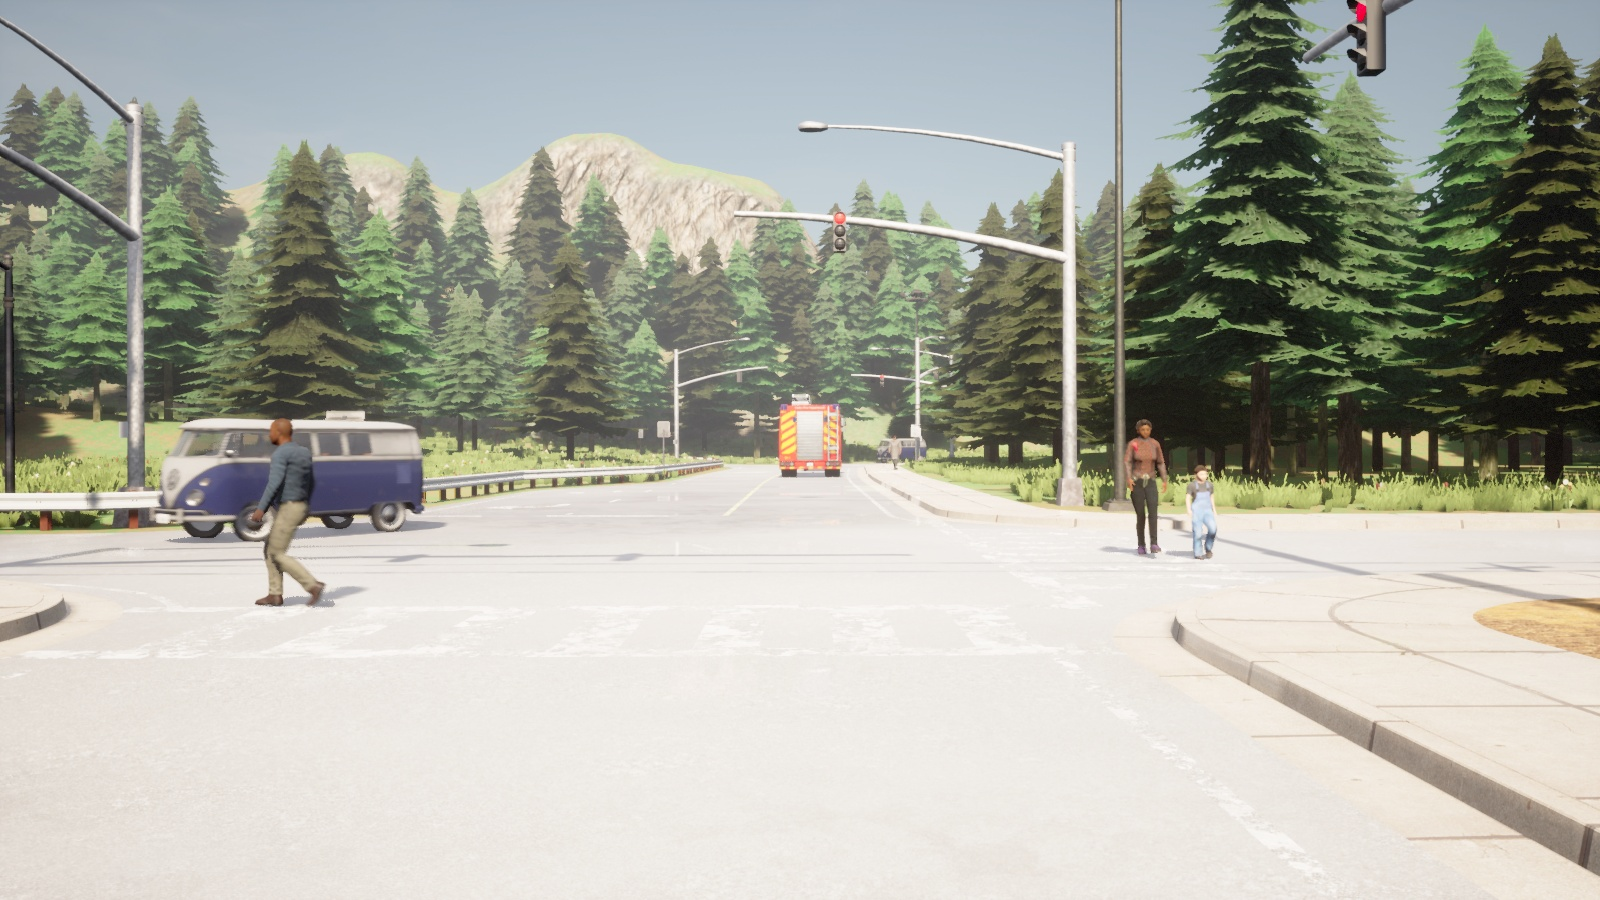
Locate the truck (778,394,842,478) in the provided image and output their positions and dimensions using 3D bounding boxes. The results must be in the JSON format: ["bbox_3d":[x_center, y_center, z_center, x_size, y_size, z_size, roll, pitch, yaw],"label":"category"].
[{"bbox_3d":[0.582,-0.660,61.508,2.891,3.827,8.468,0,0,2],"label":"truck"}]

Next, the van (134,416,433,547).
[{"bbox_3d":[-8.643,0.454,21.400,1.775,1.987,4.442,1,1,36],"label":"van"}]

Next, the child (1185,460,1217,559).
[{"bbox_3d":[5.227,0.769,16.372,0.270,1.263,0.437,0,0,-1],"label":"child"}]

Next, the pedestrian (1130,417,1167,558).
[{"bbox_3d":[4.584,0.476,16.549,0.328,1.805,0.869,0,0,6],"label":"pedestrian"}]

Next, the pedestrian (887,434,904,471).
[{"bbox_3d":[5.073,0.134,66.866,0.659,1.952,0.873,0,0,24],"label":"pedestrian"}]

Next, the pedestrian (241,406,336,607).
[{"bbox_3d":[-4.760,0.519,11.695,0.726,1.835,0.370,0,0,3],"label":"pedestrian"}]
